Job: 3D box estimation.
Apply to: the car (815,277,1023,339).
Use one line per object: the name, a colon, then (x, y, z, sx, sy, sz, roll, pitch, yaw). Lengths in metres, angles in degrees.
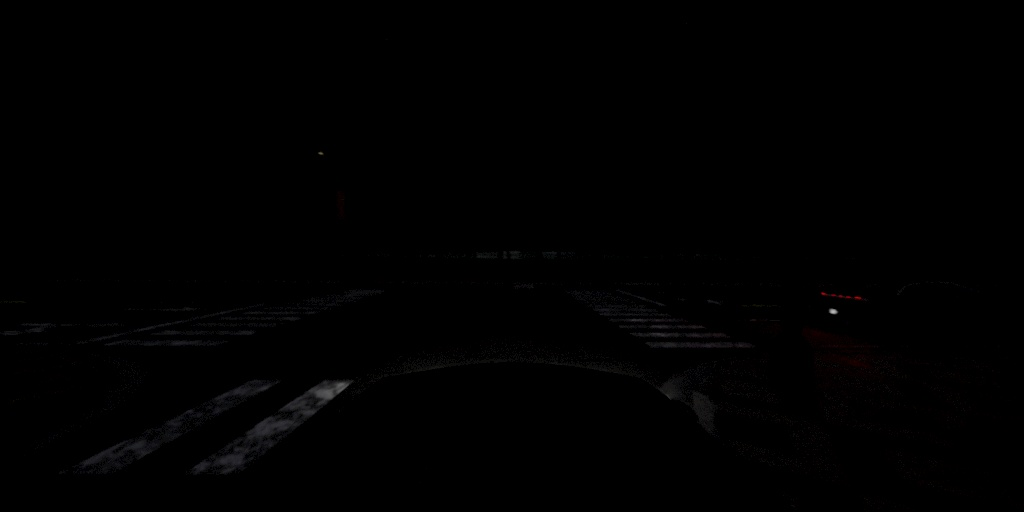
car: (11.293, 1.341, 9.961, 4.902, 1.511, 2.128, 0, 0, -1)
